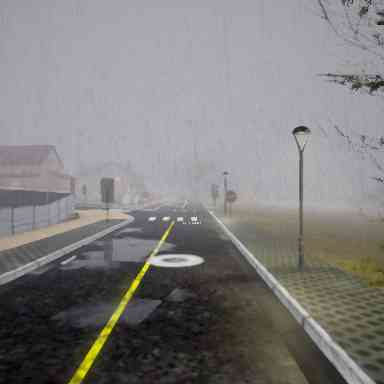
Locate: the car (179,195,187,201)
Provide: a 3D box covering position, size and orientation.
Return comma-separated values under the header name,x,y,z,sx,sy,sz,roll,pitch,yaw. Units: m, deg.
name,x,y,z,sx,sy,sz,roll,pitch,yaw
car,-2.455,1.564,90.184,1.882,1.535,5.008,0,0,0
